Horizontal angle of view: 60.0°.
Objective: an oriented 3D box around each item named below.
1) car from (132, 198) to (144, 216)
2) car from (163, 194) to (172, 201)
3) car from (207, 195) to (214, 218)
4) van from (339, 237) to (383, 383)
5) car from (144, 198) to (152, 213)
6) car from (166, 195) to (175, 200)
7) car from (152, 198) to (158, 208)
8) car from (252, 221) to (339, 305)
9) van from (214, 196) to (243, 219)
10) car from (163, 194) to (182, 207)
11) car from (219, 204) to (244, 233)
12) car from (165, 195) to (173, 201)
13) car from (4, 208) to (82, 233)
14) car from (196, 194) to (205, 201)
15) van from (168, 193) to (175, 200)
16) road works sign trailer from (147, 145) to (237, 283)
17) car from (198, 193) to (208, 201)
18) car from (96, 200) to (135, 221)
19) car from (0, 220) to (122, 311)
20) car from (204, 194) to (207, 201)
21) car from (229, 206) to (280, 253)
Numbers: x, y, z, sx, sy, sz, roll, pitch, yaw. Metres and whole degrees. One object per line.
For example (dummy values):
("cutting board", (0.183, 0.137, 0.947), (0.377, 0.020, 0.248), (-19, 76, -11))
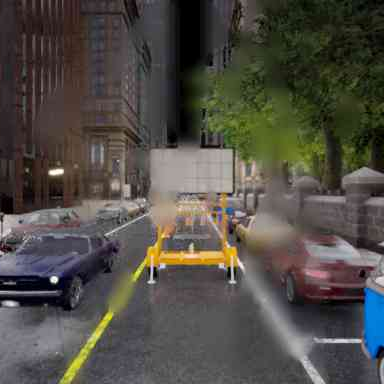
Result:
("car", (-5.756, 1.502, 29.711), (1.752, 1.417, 4.829), (0, 0, 0))
("car", (-5.748, 1.337, 78.551), (1.967, 1.590, 4.097), (0, 0, 0))
("car", (2.770, 1.292, 29.890), (2.192, 1.841, 5.009), (0, 0, 0))
("van", (2.764, 1.341, 2.268), (1.690, 1.788, 3.998), (0, 0, 0))
("car", (-5.755, 1.408, 35.405), (1.967, 1.590, 4.097), (0, 0, 0))
("car", (-5.746, 1.455, 89.434), (1.947, 1.339, 4.313), (0, 0, 0))
("car", (-5.753, 1.510, 46.453), (1.947, 1.339, 4.313), (0, 0, 0))
("car", (2.765, 1.579, 7.793), (1.802, 1.307, 4.206), (0, 0, 0))
("van", (2.768, 1.325, 24.366), (1.690, 1.788, 3.998), (0, 0, 0))
("car", (-2.991, 1.354, 50.717), (1.837, 1.490, 4.892), (0, 0, 0))
("car", (2.767, 1.572, 18.841), (1.802, 1.307, 4.206), (0, 0, 0))
("car", (-5.747, 1.437, 83.992), (1.887, 1.381, 4.507), (0, 0, 0))
("car", (-5.759, 1.434, 13.308), (1.967, 1.590, 4.097), (0, 0, 0))
("car", (2.777, 1.212, 78.559), (2.192, 1.841, 5.009), (0, 0, 0))
("van", (-5.745, 1.227, 94.875), (1.690, 1.788, 3.998), (0, 0, 0))
("road works sign trailer", (0.002, 0.460, 9.589), (2.380, 3.560, 2.880), (0, 0, 0))
("car", (2.778, 1.207, 83.999), (2.192, 1.841, 5.009), (0, 0, 0))
("car", (-5.758, 1.535, 24.357), (2.008, 1.369, 4.403), (0, 0, 0))
("car", (-3.100, 1.597, 7.877), (1.895, 1.301, 4.718), (0, 0, 0))
("car", (2.771, 1.282, 35.414), (2.192, 1.841, 5.009), (0, 0, 0))
("car", (2.766, 1.519, 13.487), (1.752, 1.417, 4.829), (0, 0, 0))
